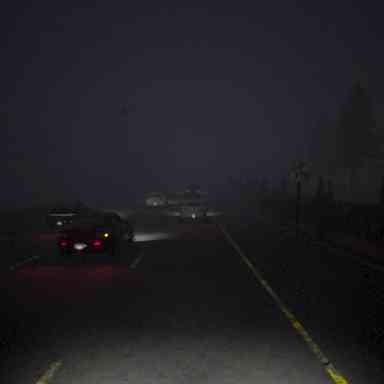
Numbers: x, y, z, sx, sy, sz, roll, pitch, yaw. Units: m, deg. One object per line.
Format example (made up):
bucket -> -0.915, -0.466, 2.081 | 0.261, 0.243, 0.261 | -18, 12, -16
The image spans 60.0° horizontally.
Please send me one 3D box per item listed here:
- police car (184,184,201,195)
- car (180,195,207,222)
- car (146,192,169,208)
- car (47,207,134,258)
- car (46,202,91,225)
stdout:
police car -> 0.051, -0.181, 41.823 | 2.038, 1.542, 4.974 | 0, 7, 0
car -> 0.098, 1.250, 23.923 | 1.812, 1.442, 4.674 | 0, 2, 0
car -> -3.411, 0.707, 32.972 | 1.812, 1.442, 4.674 | 0, 5, 0
car -> -3.400, 1.466, 12.364 | 1.812, 1.442, 4.674 | 0, 0, 0
car -> -6.902, 1.353, 19.716 | 2.128, 1.511, 4.902 | 0, 1, 0
